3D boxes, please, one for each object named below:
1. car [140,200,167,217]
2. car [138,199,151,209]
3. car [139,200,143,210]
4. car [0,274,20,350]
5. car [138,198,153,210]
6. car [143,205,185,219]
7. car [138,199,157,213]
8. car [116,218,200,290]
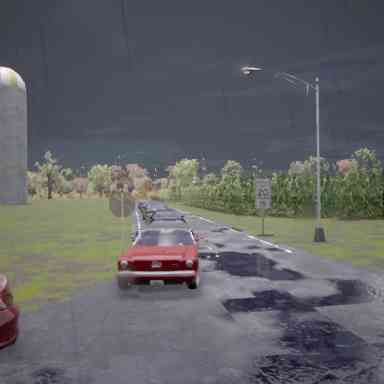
[{"bbox_3d":[-2.345,1.601,23.448,2.128,1.511,4.902,-1,0,-10],"label":"car"},{"bbox_3d":[-4.508,1.710,35.733,2.033,1.411,5.357,-1,0,-10],"label":"car"},{"bbox_3d":[-3.464,1.701,29.869,1.994,1.385,4.181,-1,0,-10],"label":"car"},{"bbox_3d":[-4.312,1.531,3.269,4.674,1.442,1.812,0,0,-41],"label":"car"},{"bbox_3d":[-6.802,1.696,48.168,1.882,1.535,5.008,-1,0,-11],"label":"car"},{"bbox_3d":[-1.385,1.649,17.803,1.994,1.385,4.181,-1,0,-10],"label":"car"},{"bbox_3d":[-5.669,1.683,42.084,2.128,1.511,4.902,-1,0,-10],"label":"car"},{"bbox_3d":[-0.735,1.661,9.442,1.895,1.301,4.718,-1,0,1],"label":"car"}]
